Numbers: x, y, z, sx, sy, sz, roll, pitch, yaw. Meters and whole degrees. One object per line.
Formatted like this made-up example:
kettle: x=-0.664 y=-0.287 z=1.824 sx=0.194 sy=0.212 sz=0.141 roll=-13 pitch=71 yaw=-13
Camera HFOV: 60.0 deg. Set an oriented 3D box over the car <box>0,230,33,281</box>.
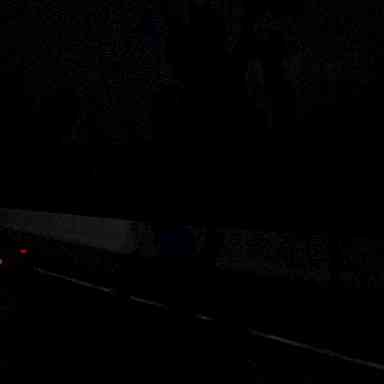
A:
car: x=-5.949 y=1.545 z=8.729 sx=4.181 sy=1.385 sz=1.994 roll=0 pitch=0 yaw=39
